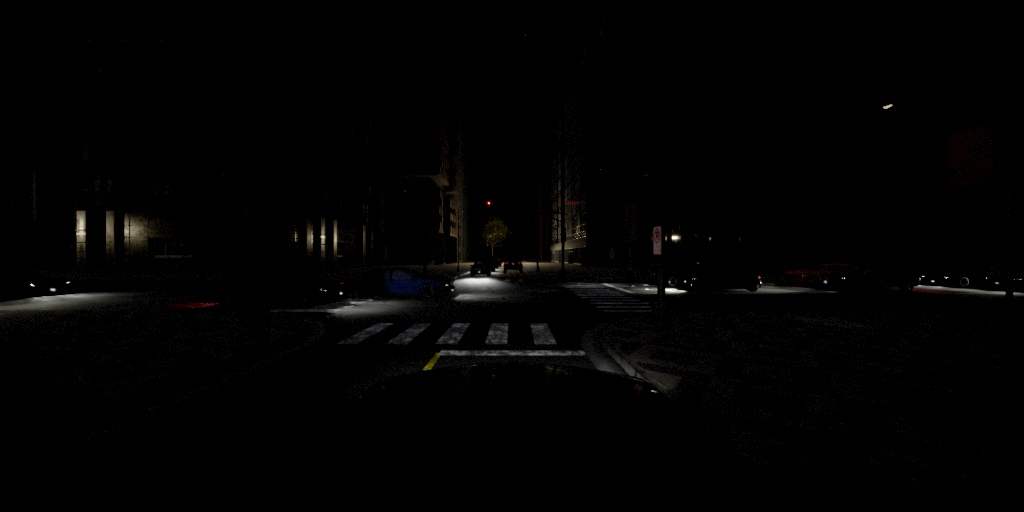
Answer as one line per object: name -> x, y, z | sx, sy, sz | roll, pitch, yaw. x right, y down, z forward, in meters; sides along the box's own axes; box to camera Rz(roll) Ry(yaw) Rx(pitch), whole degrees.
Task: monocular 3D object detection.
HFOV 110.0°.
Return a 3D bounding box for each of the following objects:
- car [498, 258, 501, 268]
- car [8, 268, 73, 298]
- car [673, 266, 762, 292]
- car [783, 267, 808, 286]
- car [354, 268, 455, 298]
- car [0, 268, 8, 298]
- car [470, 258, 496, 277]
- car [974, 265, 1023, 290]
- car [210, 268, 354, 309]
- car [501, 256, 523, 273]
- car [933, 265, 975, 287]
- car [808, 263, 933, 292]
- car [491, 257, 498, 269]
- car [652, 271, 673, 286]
car -> -3.106, 1.311, 56.022 | 1.994, 1.385, 4.181 | 0, 0, 0
car -> -25.438, 1.283, 17.812 | 5.357, 1.411, 2.033 | 0, 0, 0
car -> 12.187, 1.323, 21.098 | 4.181, 1.385, 1.994 | 0, 0, 0
car -> 21.233, 1.241, 24.307 | 5.008, 1.535, 1.882 | 0, 0, 0
car -> -5.615, 1.294, 17.727 | 5.357, 1.411, 2.033 | 0, 0, 0
car -> -24.857, 0.962, 14.560 | 5.566, 2.045, 2.150 | 0, 0, 0
car -> -3.080, 1.239, 36.082 | 2.128, 1.511, 4.902 | 0, 0, 0
car -> 30.765, 1.309, 21.010 | 4.674, 1.442, 1.812 | 0, 0, 0
car -> -9.329, 1.255, 14.492 | 4.892, 1.490, 1.837 | 0, 0, 0
car -> 0.128, 0.971, 43.537 | 2.150, 2.045, 5.566 | 0, 0, 0
car -> 31.165, 1.325, 24.258 | 5.357, 1.411, 2.033 | 0, 0, 1
car -> 20.883, 1.261, 21.059 | 4.902, 1.511, 2.128 | 0, 0, 0
car -> -3.096, 1.252, 46.038 | 1.837, 1.490, 4.892 | 0, 0, 0
car -> 12.098, 1.353, 24.351 | 4.718, 1.301, 1.895 | 0, 0, 3
